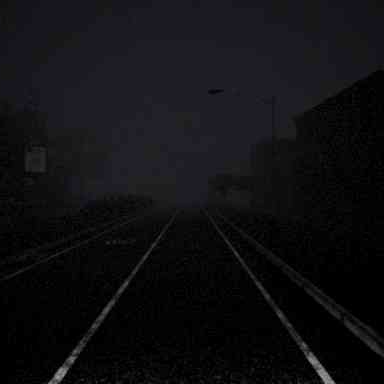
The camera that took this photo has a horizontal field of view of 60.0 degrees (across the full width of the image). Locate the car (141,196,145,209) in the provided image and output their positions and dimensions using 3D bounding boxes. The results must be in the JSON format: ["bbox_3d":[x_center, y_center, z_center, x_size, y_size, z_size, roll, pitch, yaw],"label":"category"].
[{"bbox_3d":[-8.861,1.579,42.203,4.892,1.521,2.231,0,-1,0],"label":"car"}]

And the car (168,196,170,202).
[{"bbox_3d":[-8.886,2.156,87.050,4.792,1.488,2.163,0,-1,0],"label":"car"}]

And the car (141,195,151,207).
[{"bbox_3d":[-8.884,1.354,45.011,5.566,2.045,2.435,0,-1,0],"label":"car"}]

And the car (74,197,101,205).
[{"bbox_3d":[-21.962,1.889,70.026,5.008,1.535,2.097,0,-1,0],"label":"car"}]

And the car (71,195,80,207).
[{"bbox_3d":[-21.760,1.724,56.101,5.366,1.575,1.946,0,-1,0],"label":"car"}]

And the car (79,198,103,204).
[{"bbox_3d":[-21.969,1.963,72.686,4.674,1.452,2.002,0,-1,0],"label":"car"}]

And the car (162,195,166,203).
[{"bbox_3d":[-8.887,1.926,73.039,5.008,1.535,2.097,0,-1,0],"label":"car"}]

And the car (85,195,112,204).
[{"bbox_3d":[-21.952,1.750,78.259,5.566,2.045,2.435,0,-1,0],"label":"car"}]

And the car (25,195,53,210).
[{"bbox_3d":[-21.904,1.480,44.965,4.553,1.767,2.185,0,-1,0],"label":"car"}]

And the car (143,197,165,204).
[{"bbox_3d":[-8.931,2.035,78.641,4.792,1.488,2.163,0,-1,0],"label":"car"}]

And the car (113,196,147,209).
[{"bbox_3d":[-8.825,1.508,47.811,4.553,1.767,2.185,0,-1,0],"label":"car"}]

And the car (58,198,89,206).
[{"bbox_3d":[-21.925,1.819,61.671,4.792,1.488,2.163,0,-1,0],"label":"car"}]

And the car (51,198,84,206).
[{"bbox_3d":[-21.944,1.758,58.887,5.008,1.535,2.097,0,-1,0],"label":"car"}]

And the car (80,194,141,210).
[{"bbox_3d":[-8.884,1.285,36.601,5.566,2.045,2.435,0,0,0],"label":"car"}]

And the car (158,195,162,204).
[{"bbox_3d":[-8.903,1.539,61.829,5.566,2.045,2.435,0,-1,0],"label":"car"}]

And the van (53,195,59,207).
[{"bbox_3d":[-22.053,1.407,47.746,4.442,1.987,1.878,0,-1,0],"label":"van"}]

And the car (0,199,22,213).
[{"bbox_3d":[-21.940,1.536,36.609,5.008,1.535,2.097,0,0,0],"label":"car"}]

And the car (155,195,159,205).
[{"bbox_3d":[-8.865,1.759,59.023,5.008,1.535,2.097,0,-1,0],"label":"car"}]

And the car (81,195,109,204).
[{"bbox_3d":[-21.947,1.712,75.597,5.566,2.045,2.435,0,-1,0],"label":"car"}]

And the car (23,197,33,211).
[{"bbox_3d":[-21.937,1.596,39.395,4.674,1.452,2.002,0,0,0],"label":"car"}]

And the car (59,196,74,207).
[{"bbox_3d":[-21.940,1.736,53.315,4.674,1.452,2.002,0,-1,0],"label":"car"}]

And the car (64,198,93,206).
[{"bbox_3d":[-21.987,1.850,64.456,4.792,1.488,2.163,0,-1,0],"label":"car"}]

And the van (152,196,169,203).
[{"bbox_3d":[-8.807,1.982,92.660,4.442,1.987,1.878,0,-1,0],"label":"van"}]

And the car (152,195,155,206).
[{"bbox_3d":[-8.856,1.697,53.417,4.892,1.521,2.231,0,-1,0],"label":"car"}]

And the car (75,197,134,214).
[{"bbox_3d":[-8.850,1.521,33.799,4.892,1.521,2.231,0,0,0],"label":"car"}]

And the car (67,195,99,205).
[{"bbox_3d":[-21.935,1.602,67.242,5.566,2.045,2.435,0,-1,0],"label":"car"}]
